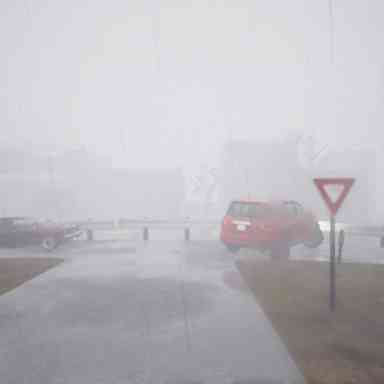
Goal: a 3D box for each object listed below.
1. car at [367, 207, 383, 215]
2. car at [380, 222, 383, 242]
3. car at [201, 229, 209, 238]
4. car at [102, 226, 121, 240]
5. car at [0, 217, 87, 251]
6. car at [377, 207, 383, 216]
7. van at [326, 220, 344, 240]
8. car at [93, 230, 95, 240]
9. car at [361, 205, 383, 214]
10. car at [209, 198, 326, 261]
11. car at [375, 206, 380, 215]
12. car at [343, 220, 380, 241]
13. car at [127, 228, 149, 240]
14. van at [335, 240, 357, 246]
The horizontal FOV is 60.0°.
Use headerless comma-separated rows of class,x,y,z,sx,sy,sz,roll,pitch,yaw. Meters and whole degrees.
car,41.193,4.223,73.282,4.674,1.452,2.002,-1,0,-17
car,20.384,4.287,37.093,2.435,2.045,5.566,0,0,-18
car,2.614,4.415,37.633,2.185,1.767,4.553,0,0,-18
car,-9.275,4.536,38.099,1.946,1.575,5.366,0,0,-18
car,-7.098,1.699,13.904,4.718,1.301,1.895,-2,1,2
car,40.875,4.239,67.279,5.008,1.535,2.097,-1,1,-17
van,14.413,4.314,37.390,1.878,1.987,4.442,0,0,-18
car,-12.163,4.538,38.008,2.097,1.535,5.008,0,0,-19
car,41.390,4.029,76.283,4.553,1.767,2.185,-1,1,-17
car,3.259,1.267,13.170,2.150,2.045,5.566,3,2,37
car,40.995,4.086,70.278,4.553,1.767,2.185,-1,0,-17
car,17.426,4.287,37.175,2.435,2.045,5.566,0,0,-18
car,-6.235,4.568,37.822,2.163,1.488,4.792,0,0,-18
van,10.708,4.483,20.317,1.878,1.987,4.442,0,1,-18
